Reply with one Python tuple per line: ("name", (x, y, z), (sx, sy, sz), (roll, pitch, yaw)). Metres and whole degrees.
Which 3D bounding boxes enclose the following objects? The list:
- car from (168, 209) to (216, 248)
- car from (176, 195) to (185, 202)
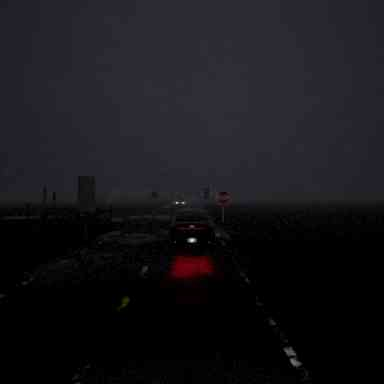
("car", (0.000, 1.522, 14.650), (1.837, 1.490, 4.892), (0, 0, 0))
("car", (-2.750, 1.450, 78.730), (2.097, 1.767, 4.553), (0, 0, 0))
